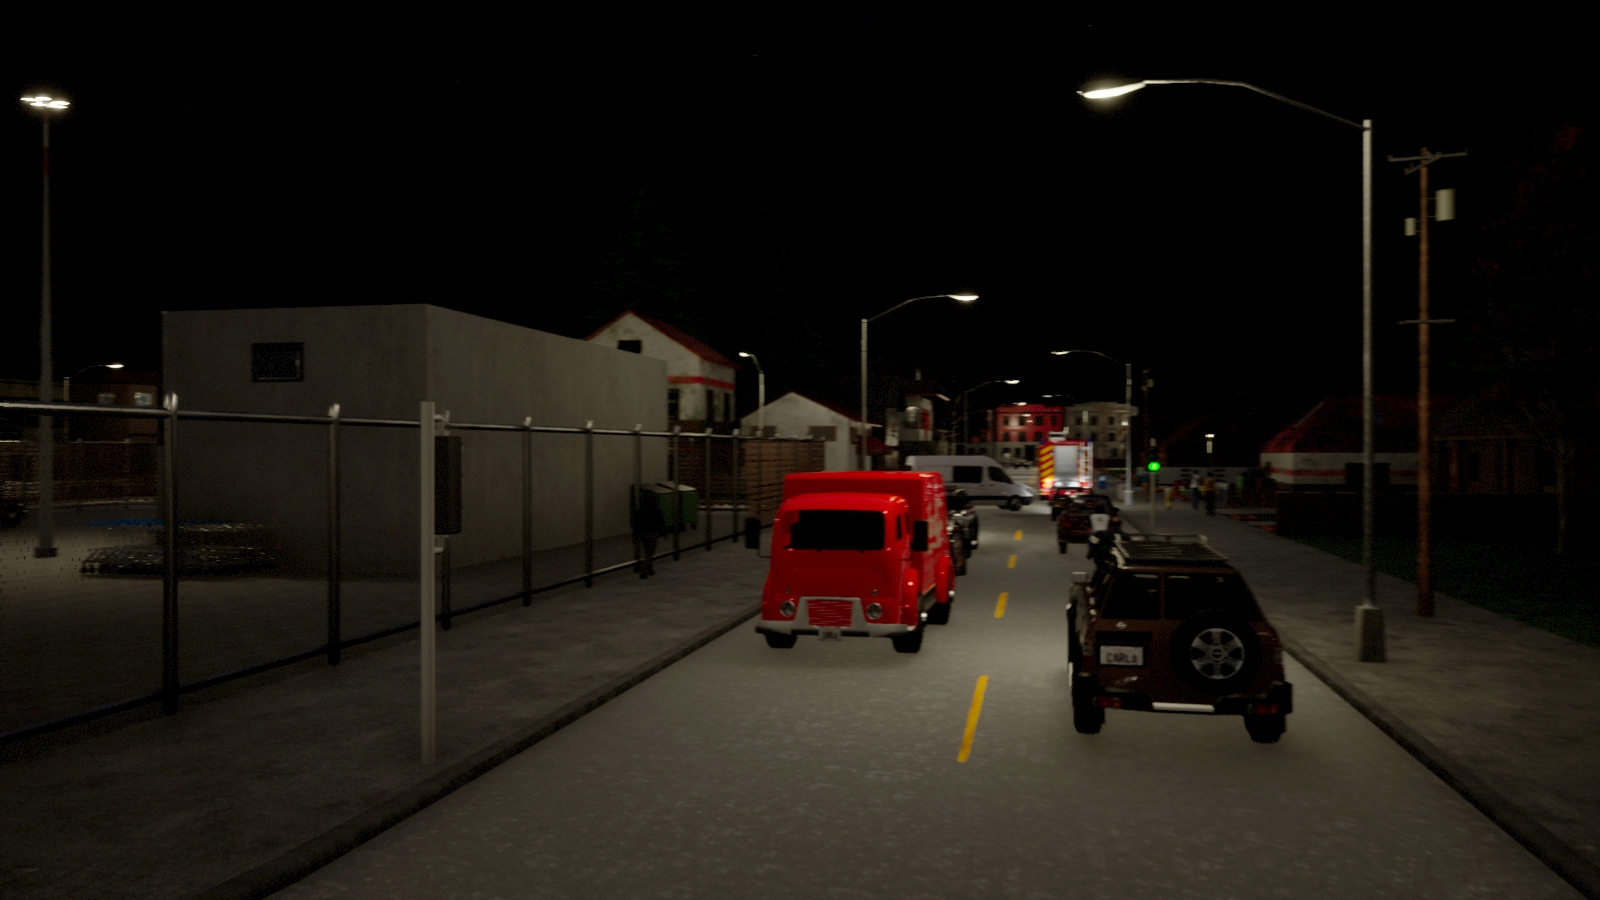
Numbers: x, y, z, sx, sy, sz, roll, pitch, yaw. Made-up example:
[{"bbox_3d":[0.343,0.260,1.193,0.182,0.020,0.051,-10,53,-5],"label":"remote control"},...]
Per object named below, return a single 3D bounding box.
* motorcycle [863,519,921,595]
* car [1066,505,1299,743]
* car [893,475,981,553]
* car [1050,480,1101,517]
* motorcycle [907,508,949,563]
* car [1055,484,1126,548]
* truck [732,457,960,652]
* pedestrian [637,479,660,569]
[{"bbox_3d":[1.733,1.966,21.281,0.856,1.236,1.805,0,0,12],"label":"motorcycle"},{"bbox_3d":[3.930,1.643,12.489,1.932,1.855,4.605,0,0,12],"label":"car"},{"bbox_3d":[3.778,1.648,30.908,1.932,1.855,4.605,0,0,12],"label":"car"},{"bbox_3d":[11.136,1.936,46.466,1.895,1.301,4.718,0,0,12],"label":"car"},{"bbox_3d":[3.061,1.997,27.095,0.803,1.145,2.033,0,0,12],"label":"motorcycle"},{"bbox_3d":[8.118,1.807,32.173,1.789,1.549,3.705,0,0,12],"label":"car"},{"bbox_3d":[0.929,1.351,17.436,2.627,2.467,5.204,0,0,12],"label":"truck"},{"bbox_3d":[-3.152,1.533,23.783,0.375,1.860,0.375,0,0,12],"label":"pedestrian"}]
